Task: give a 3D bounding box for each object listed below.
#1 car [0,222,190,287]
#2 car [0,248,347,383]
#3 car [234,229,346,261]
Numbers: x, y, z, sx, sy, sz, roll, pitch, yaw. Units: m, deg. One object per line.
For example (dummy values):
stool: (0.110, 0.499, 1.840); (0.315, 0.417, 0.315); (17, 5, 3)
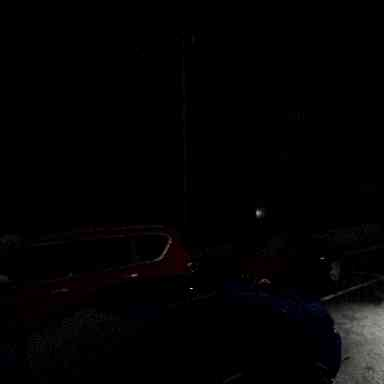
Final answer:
car: (-2.210, 1.485, 5.139); (5.009, 1.841, 2.192); (0, -1, -37)
car: (-0.429, 1.612, 3.041); (4.674, 1.442, 1.812); (0, -1, -37)
car: (2.155, 1.686, 8.457); (4.507, 1.381, 1.887); (0, -1, -37)
